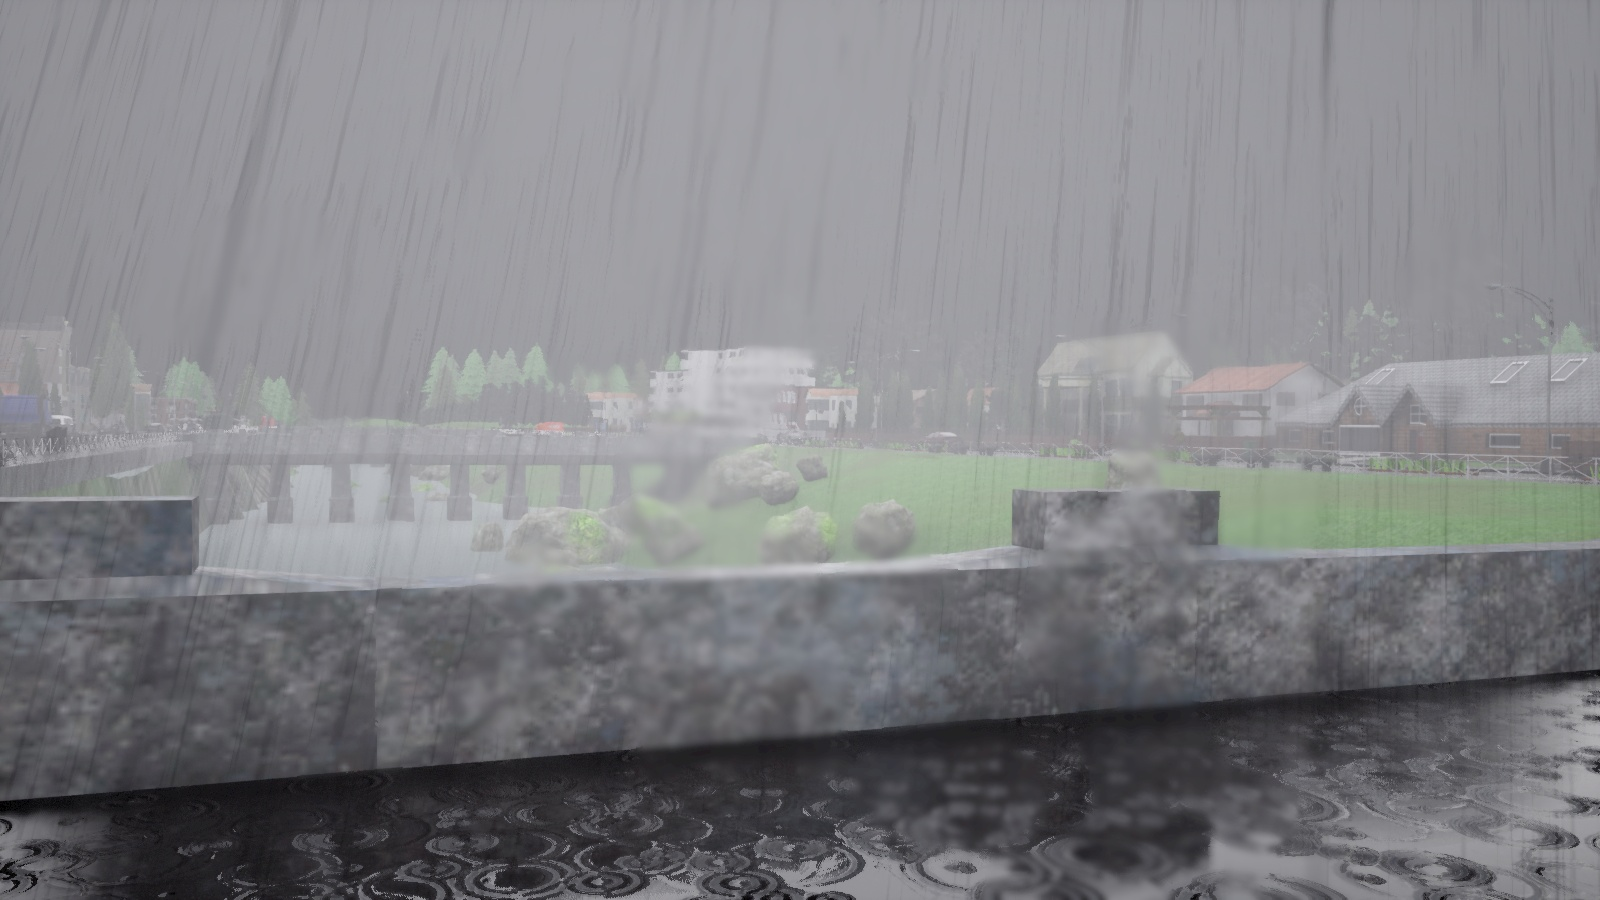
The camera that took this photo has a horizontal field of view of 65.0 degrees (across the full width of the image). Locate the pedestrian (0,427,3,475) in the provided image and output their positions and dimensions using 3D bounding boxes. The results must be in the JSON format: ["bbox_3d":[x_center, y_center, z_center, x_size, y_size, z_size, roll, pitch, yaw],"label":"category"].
[{"bbox_3d":[-31.881,0.045,49.657,0.396,1.930,0.692,-1,1,-17],"label":"pedestrian"}]
